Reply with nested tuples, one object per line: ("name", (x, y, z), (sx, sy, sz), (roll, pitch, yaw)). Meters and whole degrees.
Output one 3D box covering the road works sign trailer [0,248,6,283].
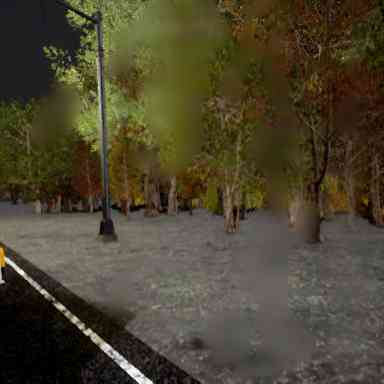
("road works sign trailer", (-6.528, 0.559, 8.879), (2.380, 3.560, 2.880), (-3, 2, -38))
